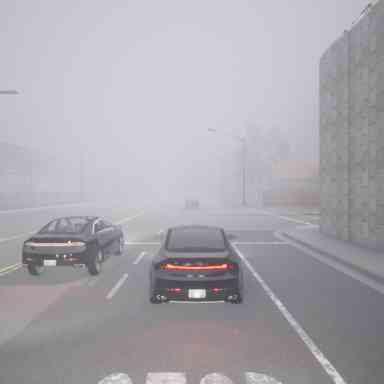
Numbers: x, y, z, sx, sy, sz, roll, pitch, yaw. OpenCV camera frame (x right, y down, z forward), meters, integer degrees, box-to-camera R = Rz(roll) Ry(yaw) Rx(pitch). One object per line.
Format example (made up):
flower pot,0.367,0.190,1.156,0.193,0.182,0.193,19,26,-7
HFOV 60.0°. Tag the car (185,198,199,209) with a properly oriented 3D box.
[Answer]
car,-0.004,1.492,44.158,2.128,1.511,4.902,0,0,0

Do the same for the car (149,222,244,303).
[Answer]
car,0.082,1.505,8.161,1.837,1.490,4.892,0,0,0

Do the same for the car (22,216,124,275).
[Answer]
car,-3.424,1.492,10.431,2.128,1.511,4.902,0,0,0
